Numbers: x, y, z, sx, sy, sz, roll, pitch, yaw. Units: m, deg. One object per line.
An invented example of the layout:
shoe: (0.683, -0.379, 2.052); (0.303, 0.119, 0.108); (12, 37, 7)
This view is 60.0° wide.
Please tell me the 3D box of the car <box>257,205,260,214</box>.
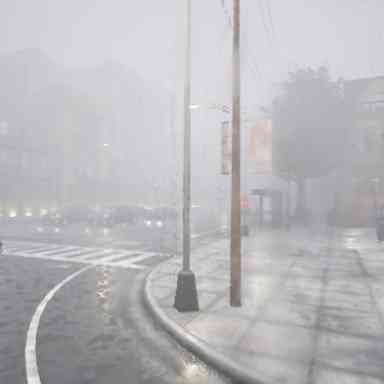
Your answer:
car: (11.026, 2.556, 49.740); (1.837, 1.490, 4.892); (0, -1, 24)

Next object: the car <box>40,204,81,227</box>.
car: (-10.154, 1.833, 27.400); (2.097, 1.767, 4.553); (0, -1, 23)

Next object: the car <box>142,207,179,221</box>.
car: (-3.040, 2.240, 35.077); (1.994, 1.385, 4.181); (0, -1, 23)

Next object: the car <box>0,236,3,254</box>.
car: (-8.103, 1.676, 10.966); (1.837, 1.490, 4.892); (-2, -1, -6)

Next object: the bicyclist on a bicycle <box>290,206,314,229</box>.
bicyclist on a bicycle: (7.952, 1.828, 23.997); (1.656, 1.620, 0.582); (0, -1, 23)

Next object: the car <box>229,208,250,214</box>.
car: (7.156, 2.377, 49.629); (2.097, 1.767, 4.553); (0, -1, 24)

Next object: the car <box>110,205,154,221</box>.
car: (-6.414, 2.222, 36.095); (2.033, 1.411, 5.357); (0, -1, 23)

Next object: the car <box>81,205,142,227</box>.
car: (-6.451, 1.851, 27.148); (2.097, 1.767, 4.553); (0, -1, 23)
